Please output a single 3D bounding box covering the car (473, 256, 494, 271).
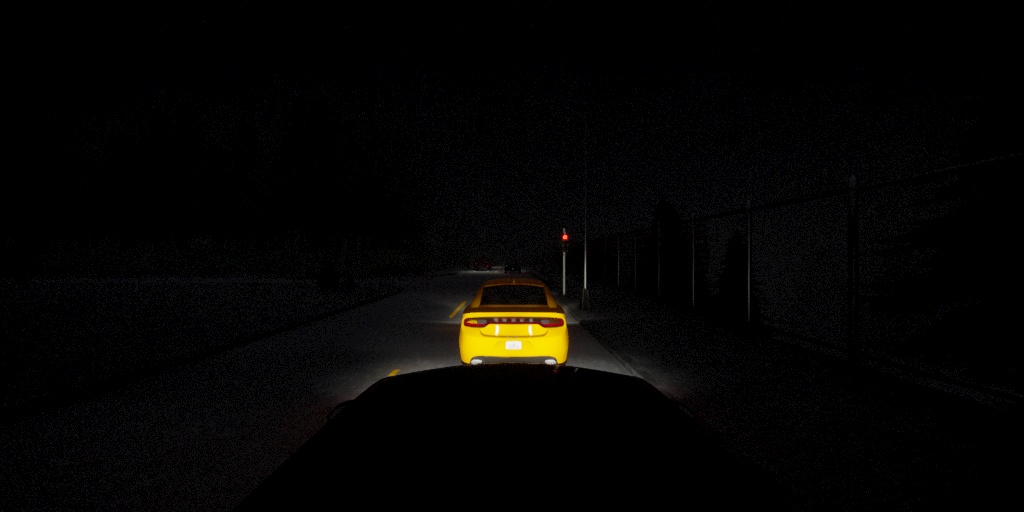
[{"bbox_3d":[-4.092,0.966,50.057,2.150,2.045,5.566,0,0,0],"label":"car"}]

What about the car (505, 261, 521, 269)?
[{"bbox_3d":[0.088,1.272,43.400,1.812,1.442,4.674,0,0,0],"label":"car"}]

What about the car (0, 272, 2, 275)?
[{"bbox_3d":[-48.083,1.295,31.190,5.357,1.411,2.033,0,0,1],"label":"car"}]

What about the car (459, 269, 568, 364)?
[{"bbox_3d":[0.047,1.227,8.009,1.882,1.535,5.008,0,0,0],"label":"car"}]
